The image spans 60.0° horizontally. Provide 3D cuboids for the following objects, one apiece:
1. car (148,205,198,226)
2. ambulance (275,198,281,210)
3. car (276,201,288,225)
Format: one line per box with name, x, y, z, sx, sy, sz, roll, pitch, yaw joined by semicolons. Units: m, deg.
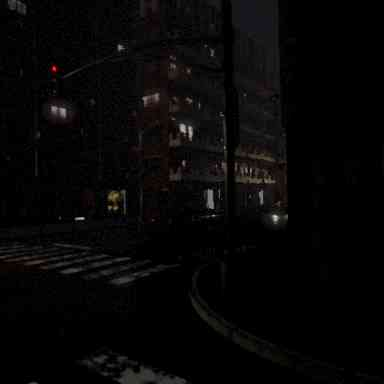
car;-1.363;1.682;24.620;1.887;1.381;4.507;-2;-1;36
ambulance;11.286;1.014;37.151;2.351;2.431;6.366;-2;-1;36
car;7.563;1.444;22.237;1.887;1.381;4.507;-2;-1;36
